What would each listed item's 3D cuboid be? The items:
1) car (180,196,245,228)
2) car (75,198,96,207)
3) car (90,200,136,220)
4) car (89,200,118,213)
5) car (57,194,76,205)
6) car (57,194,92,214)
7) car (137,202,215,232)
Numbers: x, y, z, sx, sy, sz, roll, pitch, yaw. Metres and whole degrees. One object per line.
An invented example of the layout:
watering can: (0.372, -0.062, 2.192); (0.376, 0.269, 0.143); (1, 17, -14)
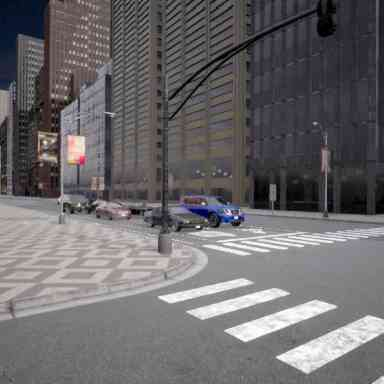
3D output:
car: (1.144, 1.270, 23.102); (2.150, 2.045, 5.566); (1, -1, -36)
car: (-17.870, 1.730, 55.622); (1.837, 1.490, 4.892); (1, -1, -35)
car: (-6.881, 1.586, 28.746); (1.812, 1.442, 4.674); (1, -1, -36)
car: (-10.593, 1.654, 39.540); (1.812, 1.442, 4.674); (1, -1, -35)
car: (-24.728, 1.493, 65.213); (2.150, 2.045, 5.566); (1, -1, -36)
car: (-13.105, 1.325, 37.470); (2.150, 2.045, 5.566); (1, -1, -36)
car: (-1.183, 1.570, 20.779); (2.033, 1.411, 5.357); (1, -1, -35)
